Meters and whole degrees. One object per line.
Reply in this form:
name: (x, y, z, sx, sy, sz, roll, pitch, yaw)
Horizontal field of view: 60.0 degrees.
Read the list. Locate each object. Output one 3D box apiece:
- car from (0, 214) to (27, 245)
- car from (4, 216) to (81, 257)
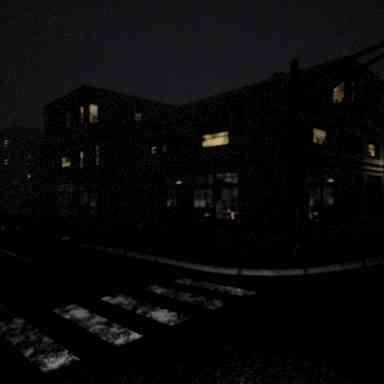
car: (-10.249, 1.924, 18.549, 1.967, 1.590, 4.097, -1, -1, -44)
car: (-6.410, 1.917, 14.541, 1.947, 1.339, 4.313, -1, -1, -44)
